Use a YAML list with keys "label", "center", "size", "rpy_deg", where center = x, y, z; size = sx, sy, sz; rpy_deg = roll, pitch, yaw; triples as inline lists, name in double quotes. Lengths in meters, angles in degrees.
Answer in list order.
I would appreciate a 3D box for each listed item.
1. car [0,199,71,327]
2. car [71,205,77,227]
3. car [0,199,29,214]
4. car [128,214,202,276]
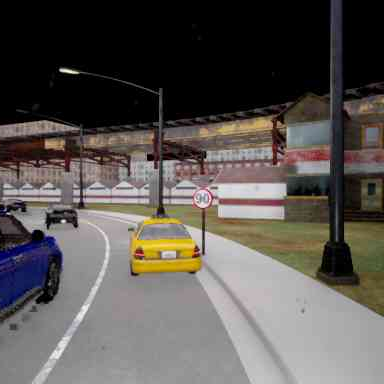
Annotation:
- label: "car"
  center: [-3.738, 1.222, 4.971]
  size: [2.150, 2.045, 5.566]
  rpy_deg: [0, 0, -5]
- label: "car"
  center: [-8.834, 1.504, 22.237]
  size: [1.837, 1.490, 4.892]
  rpy_deg: [0, 0, -26]
- label: "car"
  center: [-19.627, 1.505, 36.002]
  size: [4.892, 1.490, 1.837]
  rpy_deg: [0, -1, 41]
- label: "car"
  center: [-1.018, 1.457, 10.389]
  size: [1.801, 1.575, 5.366]
  rpy_deg: [0, 0, -11]
